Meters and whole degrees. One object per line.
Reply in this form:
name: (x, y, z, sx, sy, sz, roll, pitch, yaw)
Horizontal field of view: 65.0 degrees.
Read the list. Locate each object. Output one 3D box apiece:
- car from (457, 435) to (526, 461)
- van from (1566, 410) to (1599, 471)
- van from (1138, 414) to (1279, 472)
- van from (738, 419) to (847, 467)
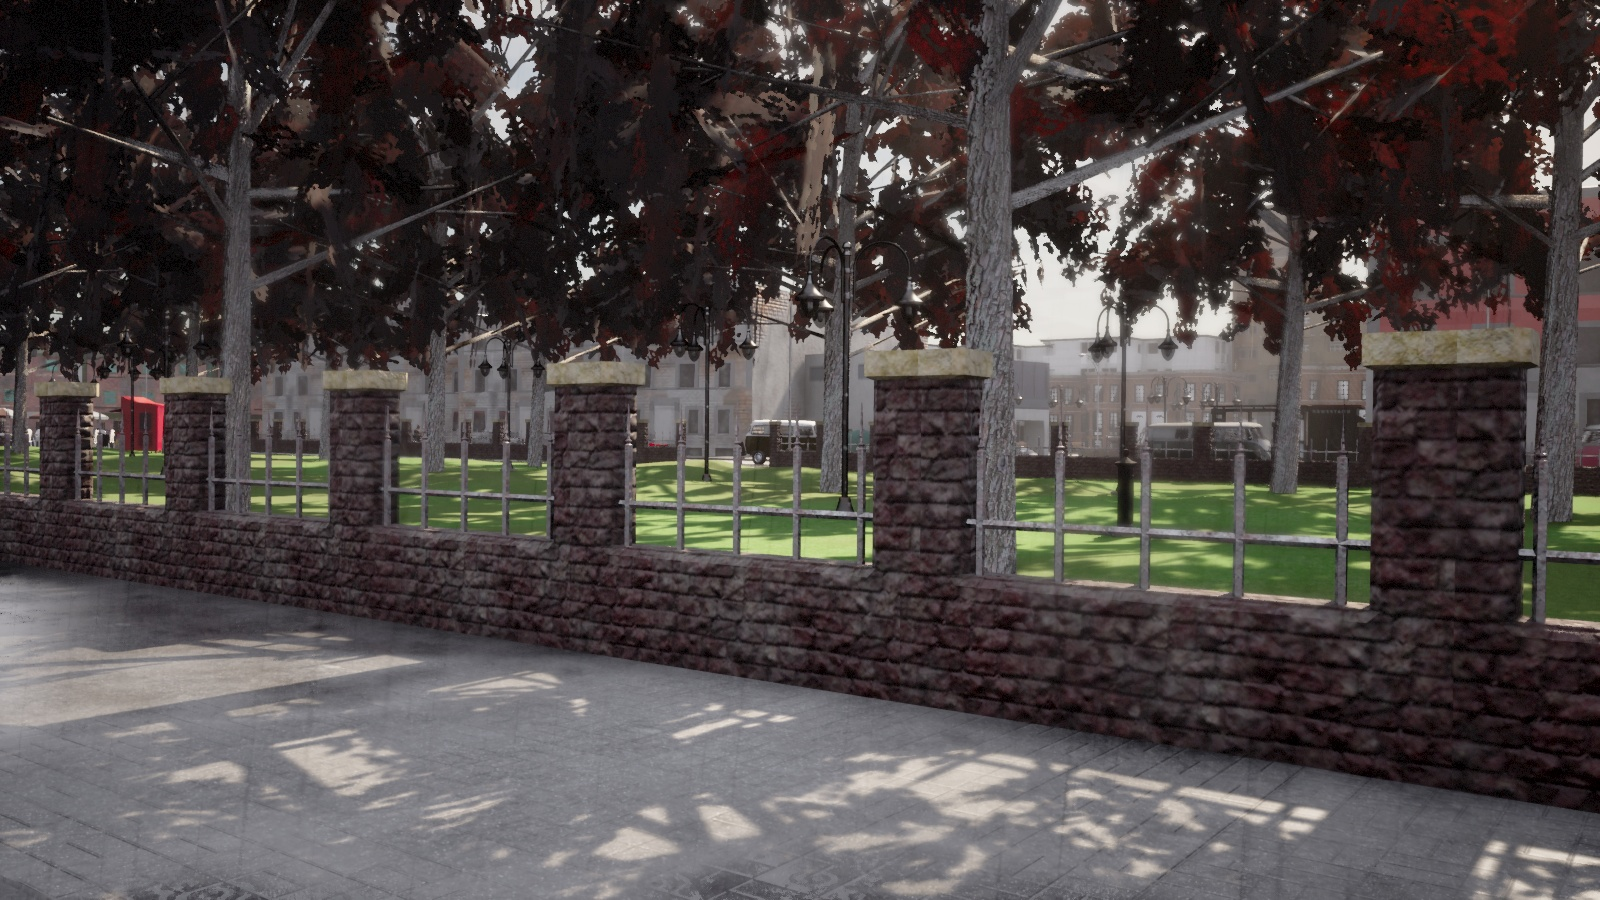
car: (-18.153, -0.148, 73.911, 3.806, 1.475, 1.970, 0, 1, 36)
van: (27.310, -0.315, 40.394, 4.442, 1.987, 1.775, 0, 1, 36)
van: (14.553, -0.260, 44.835, 4.442, 1.987, 1.775, 0, 1, 36)
van: (-0.362, -0.304, 55.839, 4.480, 2.038, 2.069, 0, 1, 36)
